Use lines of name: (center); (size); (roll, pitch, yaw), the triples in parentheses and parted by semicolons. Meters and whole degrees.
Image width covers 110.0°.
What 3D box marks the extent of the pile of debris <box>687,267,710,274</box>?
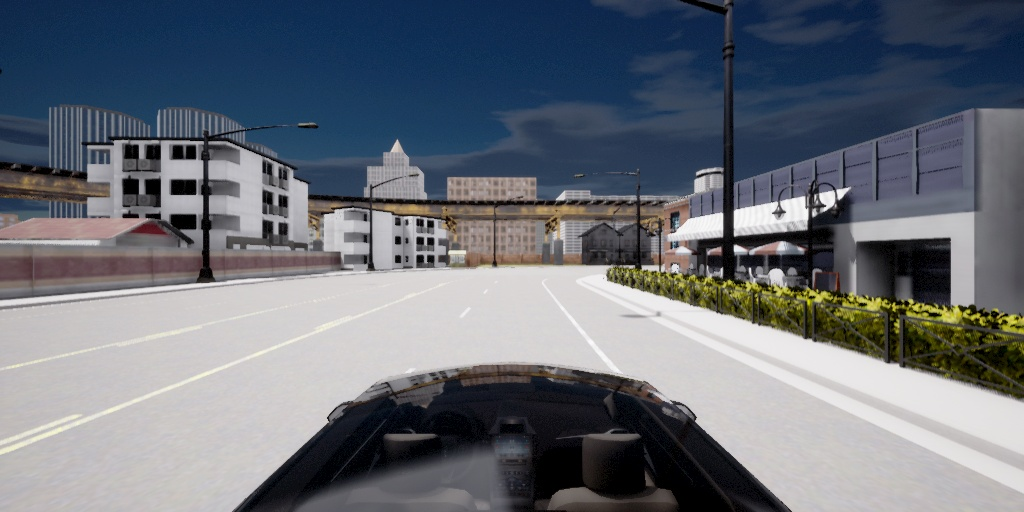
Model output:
pile of debris: (24.422, 1.909, 46.749); (1.860, 0.140, 1.500); (0, 0, 0)
